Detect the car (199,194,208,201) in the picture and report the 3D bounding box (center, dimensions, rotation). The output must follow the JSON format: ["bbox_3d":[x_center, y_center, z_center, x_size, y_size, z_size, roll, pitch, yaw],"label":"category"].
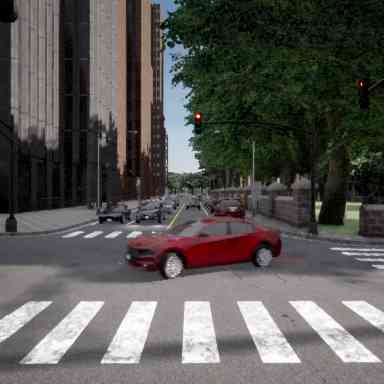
[{"bbox_3d":[2.866,1.400,85.245,2.192,1.841,5.009,0,0,0],"label":"car"}]

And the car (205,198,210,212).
[{"bbox_3d":[2.807,1.588,36.136,1.947,1.339,4.313,0,0,0],"label":"car"}]

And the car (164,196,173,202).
[{"bbox_3d":[-5.665,1.621,79.795,1.887,1.381,4.507,0,0,0],"label":"car"}]

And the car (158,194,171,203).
[{"bbox_3d":[-5.678,1.375,68.881,2.192,1.841,5.009,0,0,0],"label":"car"}]

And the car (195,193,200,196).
[{"bbox_3d":[0.180,1.550,68.603,2.128,1.511,4.902,0,0,0],"label":"car"}]

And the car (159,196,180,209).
[{"bbox_3d":[-3.038,1.595,43.952,1.994,1.385,4.181,0,0,0],"label":"car"}]

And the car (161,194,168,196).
[{"bbox_3d":[-5.685,1.635,63.423,1.802,1.307,4.206,0,0,0],"label":"car"}]

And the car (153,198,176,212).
[{"bbox_3d":[-3.056,1.622,34.751,1.895,1.301,4.718,0,0,0],"label":"car"}]

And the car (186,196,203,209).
[{"bbox_3d":[0.162,1.581,45.877,2.033,1.411,5.357,0,0,0],"label":"car"}]

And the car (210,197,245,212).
[{"bbox_3d":[2.794,1.326,25.223,2.192,1.841,5.009,0,0,0],"label":"car"}]

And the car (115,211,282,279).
[{"bbox_3d":[0.466,1.513,10.175,5.008,1.535,1.882,1,-1,-29],"label":"car"}]

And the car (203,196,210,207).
[{"bbox_3d":[2.814,1.579,41.592,2.008,1.369,4.403,0,0,0],"label":"car"}]

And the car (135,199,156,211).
[{"bbox_3d":[-5.711,1.579,41.595,2.008,1.369,4.403,0,0,0],"label":"car"}]

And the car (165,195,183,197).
[{"bbox_3d":[-2.988,1.590,54.096,2.033,1.411,5.357,0,0,0],"label":"car"}]

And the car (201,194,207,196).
[{"bbox_3d":[2.827,1.481,52.505,1.967,1.590,4.097,0,0,0],"label":"car"}]

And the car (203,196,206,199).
[{"bbox_3d":[2.820,1.586,47.049,2.008,1.369,4.403,0,0,0],"label":"car"}]

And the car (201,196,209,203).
[{"bbox_3d":[2.854,1.593,74.501,1.752,1.417,4.829,0,0,0],"label":"car"}]

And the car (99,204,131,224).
[{"bbox_3d":[-5.731,1.577,25.224,1.947,1.339,4.313,0,0,0],"label":"car"}]

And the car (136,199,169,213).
[{"bbox_3d":[-3.075,1.516,25.496,1.837,1.490,4.892,0,0,1],"label":"car"}]
